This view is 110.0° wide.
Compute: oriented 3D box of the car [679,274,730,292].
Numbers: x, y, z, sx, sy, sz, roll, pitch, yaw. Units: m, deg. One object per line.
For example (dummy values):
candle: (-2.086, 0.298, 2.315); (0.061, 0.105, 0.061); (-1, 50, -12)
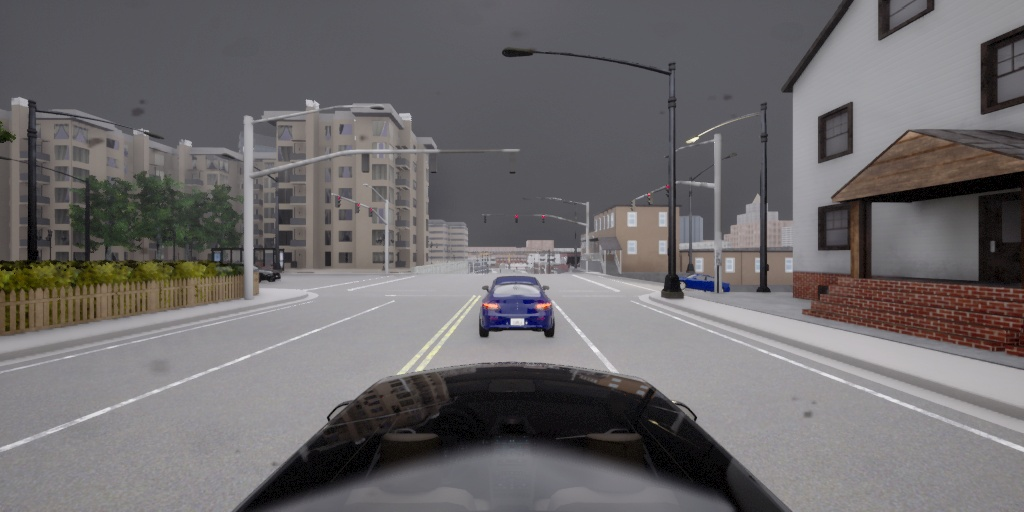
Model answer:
car: (15.384, 2.209, 29.825); (5.008, 1.535, 1.882); (9, 0, 1)

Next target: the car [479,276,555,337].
car: (0.112, 1.276, 10.145); (1.812, 1.442, 4.674); (0, 0, 0)

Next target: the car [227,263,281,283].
car: (-19.880, 1.255, 26.647); (4.892, 1.490, 1.837); (0, 0, 1)
